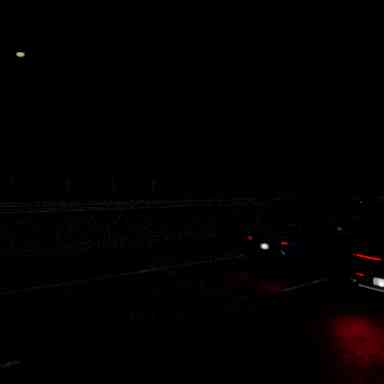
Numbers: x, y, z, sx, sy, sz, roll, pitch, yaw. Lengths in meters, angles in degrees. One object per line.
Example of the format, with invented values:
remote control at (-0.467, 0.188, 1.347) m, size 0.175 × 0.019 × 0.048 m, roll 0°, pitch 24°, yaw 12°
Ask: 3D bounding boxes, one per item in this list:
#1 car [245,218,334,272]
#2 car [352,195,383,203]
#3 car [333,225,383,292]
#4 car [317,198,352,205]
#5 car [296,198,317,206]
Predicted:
car at (3.710, 1.524, 10.711) m, size 4.181 × 1.385 × 1.994 m, roll 0°, pitch 0°, yaw -36°
car at (19.434, 1.196, 35.113) m, size 4.553 × 1.767 × 2.097 m, roll 0°, pitch 0°, yaw -35°
car at (5.578, 1.466, 7.743) m, size 4.892 × 1.490 × 1.837 m, roll 0°, pitch 0°, yaw -36°
car at (16.518, 1.449, 37.334) m, size 4.718 × 1.301 × 1.895 m, roll 0°, pitch 0°, yaw -36°
car at (14.894, 1.394, 40.474) m, size 5.357 × 1.411 × 2.033 m, roll 0°, pitch 0°, yaw -36°
